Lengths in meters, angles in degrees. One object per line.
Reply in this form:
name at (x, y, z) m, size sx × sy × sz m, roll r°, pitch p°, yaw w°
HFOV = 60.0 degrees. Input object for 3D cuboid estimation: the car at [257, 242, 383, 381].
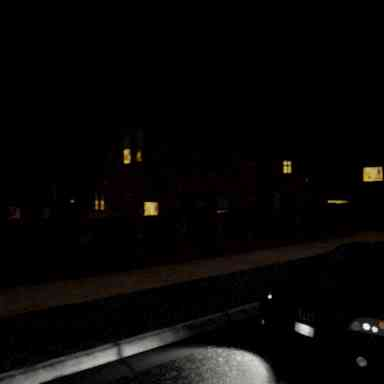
car at (3.017, 1.574, 5.470) m, size 4.181 × 1.385 × 1.994 m, roll 0°, pitch 0°, yaw -37°
